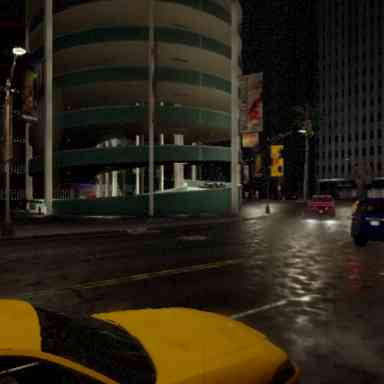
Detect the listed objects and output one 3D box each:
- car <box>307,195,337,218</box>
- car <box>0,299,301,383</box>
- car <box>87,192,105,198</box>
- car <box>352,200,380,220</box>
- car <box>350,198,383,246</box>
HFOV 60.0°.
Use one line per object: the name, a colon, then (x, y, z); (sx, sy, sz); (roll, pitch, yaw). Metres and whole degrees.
car: (12.041, 1.313, 30.760); (2.150, 2.045, 5.566); (0, 0, 23)
car: (-1.473, 1.454, 2.228); (5.366, 1.575, 1.801); (0, 0, -35)
car: (-19.029, 0.979, 66.018); (2.435, 2.045, 5.566); (0, 0, -36)
car: (15.266, 1.501, 29.401); (1.882, 1.535, 5.008); (0, 0, 23)
car: (8.780, 1.253, 14.237); (5.566, 2.045, 2.150); (0, 0, -43)
